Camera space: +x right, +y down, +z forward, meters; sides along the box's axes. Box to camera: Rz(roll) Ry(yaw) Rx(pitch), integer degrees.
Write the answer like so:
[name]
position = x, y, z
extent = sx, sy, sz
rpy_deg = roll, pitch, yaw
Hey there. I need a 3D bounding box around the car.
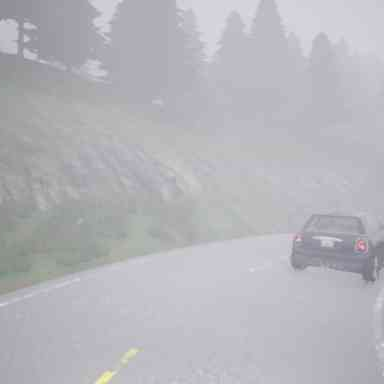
[car]
position = 4.767, 1.340, 10.105
extent = 2.097, 1.767, 4.553
rpy_deg = 1, 1, 39
